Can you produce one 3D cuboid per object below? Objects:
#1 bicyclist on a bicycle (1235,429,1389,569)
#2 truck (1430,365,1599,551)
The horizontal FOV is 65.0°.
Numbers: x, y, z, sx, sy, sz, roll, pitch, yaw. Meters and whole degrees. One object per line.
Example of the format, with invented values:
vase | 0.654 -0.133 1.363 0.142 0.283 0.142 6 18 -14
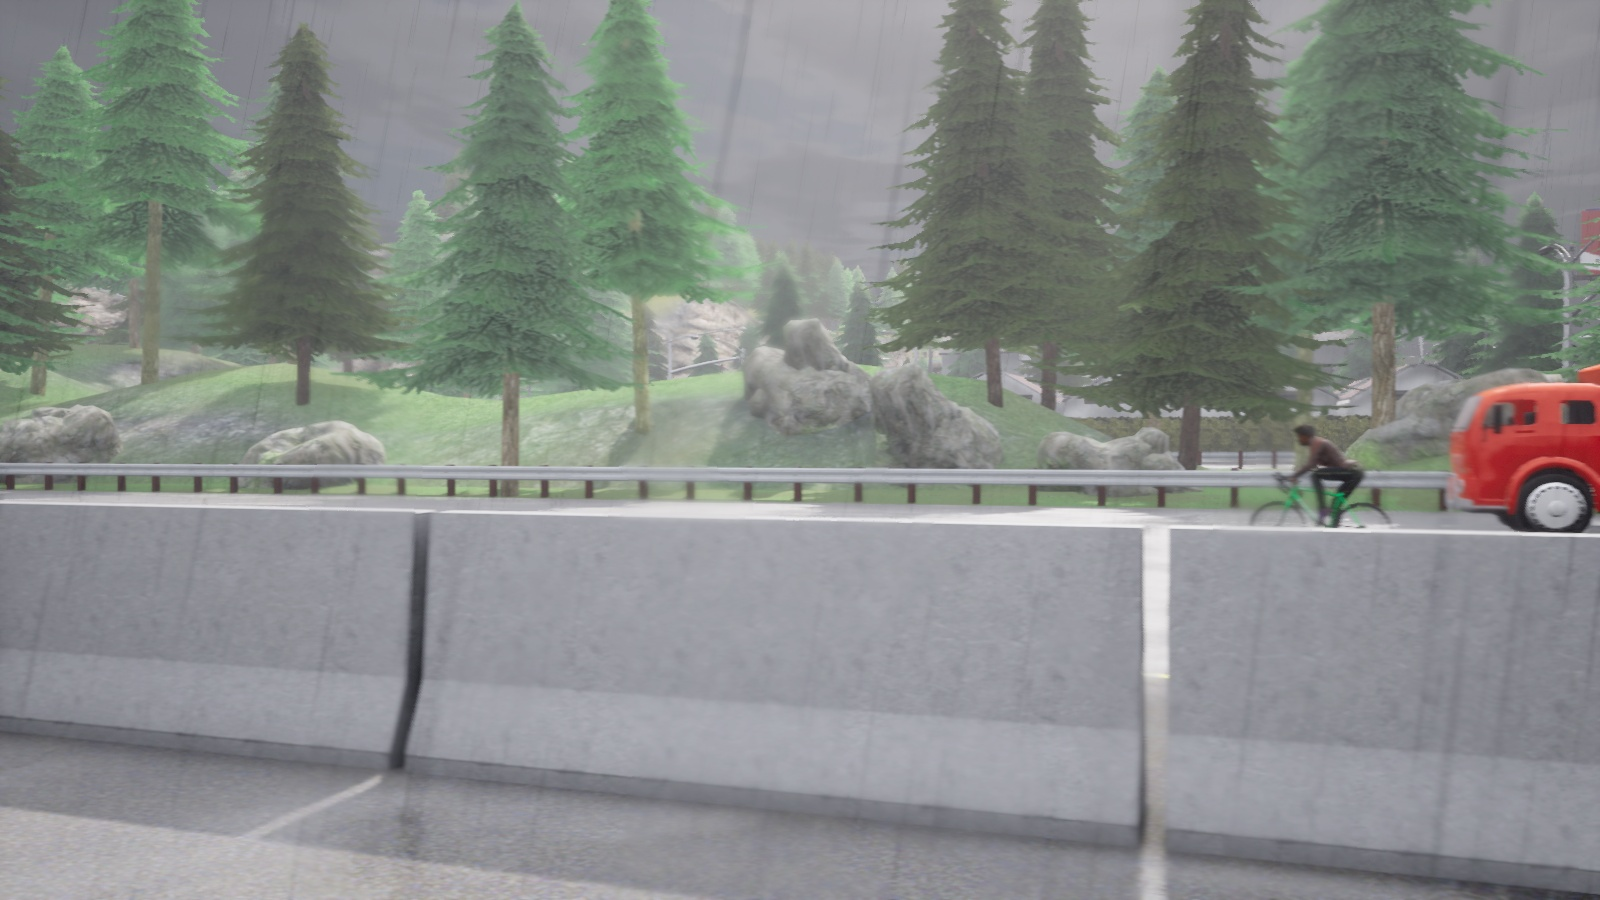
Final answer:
bicyclist on a bicycle | 6.228 0.558 15.294 1.656 1.620 0.582 0 3 32
truck | 11.918 0.106 17.612 5.204 2.467 2.627 1 1 20
